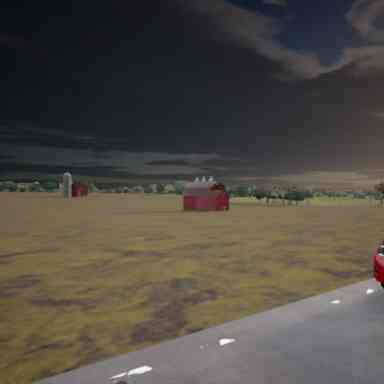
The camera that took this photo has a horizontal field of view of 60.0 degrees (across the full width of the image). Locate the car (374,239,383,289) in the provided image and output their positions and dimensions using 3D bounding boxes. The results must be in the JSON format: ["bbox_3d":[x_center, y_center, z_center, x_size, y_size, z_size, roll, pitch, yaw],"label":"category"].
[{"bbox_3d":[6.469,1.198,7.683,5.566,2.045,2.150,0,0,-35],"label":"car"}]
